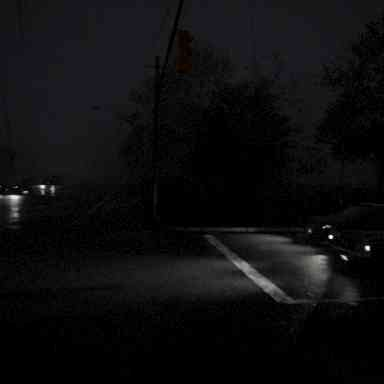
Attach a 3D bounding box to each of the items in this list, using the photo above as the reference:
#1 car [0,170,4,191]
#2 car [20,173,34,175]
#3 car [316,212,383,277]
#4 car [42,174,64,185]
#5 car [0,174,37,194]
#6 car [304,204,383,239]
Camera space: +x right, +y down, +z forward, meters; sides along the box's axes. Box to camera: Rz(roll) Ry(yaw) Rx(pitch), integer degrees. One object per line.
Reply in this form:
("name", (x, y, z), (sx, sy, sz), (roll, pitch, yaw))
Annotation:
("car", (-20.417, -1.064, 32.157), (2.150, 2.045, 5.566), (1, 4, -9))
("car", (-22.306, -1.849, 44.610), (1.812, 1.442, 4.674), (1, 5, -9))
("car", (6.025, 1.386, 8.773), (4.718, 1.301, 1.895), (1, 3, -10))
("car", (-18.908, -1.782, 45.525), (2.033, 1.411, 5.357), (1, 5, -8))
("car", (-16.873, -0.628, 32.049), (1.812, 1.442, 4.674), (1, 4, -8))
("car", (6.544, 1.169, 12.409), (4.674, 1.442, 1.812), (1, 3, -11))
